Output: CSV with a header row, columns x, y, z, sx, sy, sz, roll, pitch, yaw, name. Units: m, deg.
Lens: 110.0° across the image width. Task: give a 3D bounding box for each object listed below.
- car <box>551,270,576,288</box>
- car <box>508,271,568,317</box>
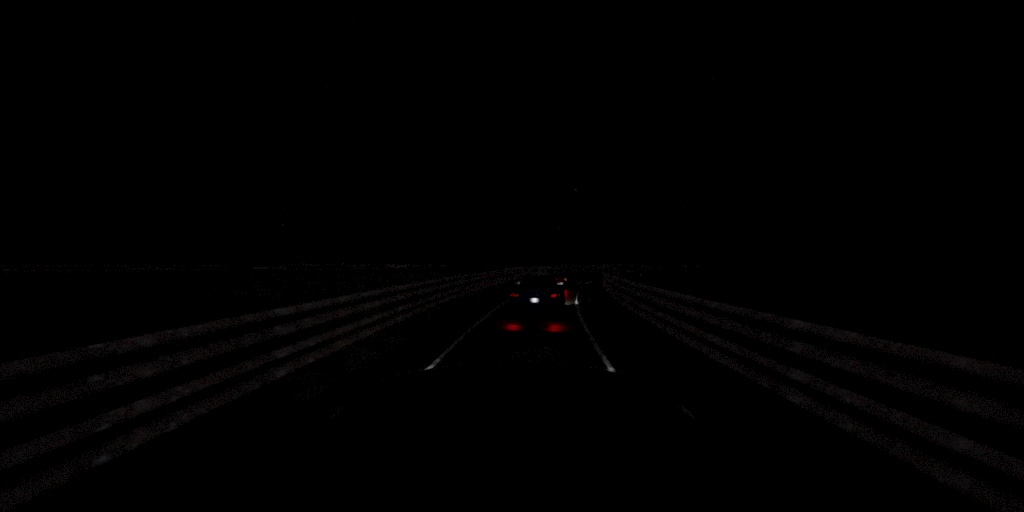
x,y,z,sx,sy,sz,roll,pitch,yaw,name
3.811,1.713,27.637,1.895,1.301,4.718,0,-1,16,car
1.066,1.485,14.098,1.994,1.385,4.181,0,-1,9,car
